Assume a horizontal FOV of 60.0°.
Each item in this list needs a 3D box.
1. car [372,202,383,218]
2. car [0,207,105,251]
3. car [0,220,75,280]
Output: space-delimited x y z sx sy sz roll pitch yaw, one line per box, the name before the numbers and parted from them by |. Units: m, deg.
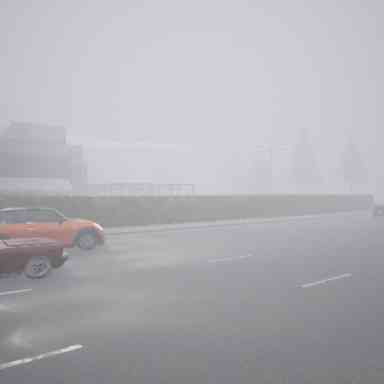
car | 17.641 1.525 29.235 4.674 1.442 1.812 0 0 -36
car | -5.675 1.352 12.596 4.553 1.767 2.097 0 0 -35
car | -5.677 1.601 8.296 4.718 1.301 1.895 0 0 -35
